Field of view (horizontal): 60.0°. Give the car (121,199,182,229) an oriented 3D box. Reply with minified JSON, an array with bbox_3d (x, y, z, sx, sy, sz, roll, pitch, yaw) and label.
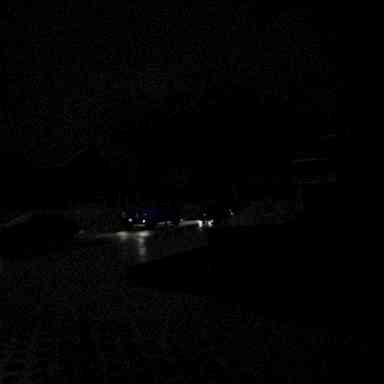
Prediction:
[{"bbox_3d":[-2.789,1.536,24.414,2.150,2.045,5.566,-3,-2,28],"label":"car"}]

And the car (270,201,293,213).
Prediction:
[{"bbox_3d":[12.487,2.033,46.363,1.882,1.535,5.008,-3,-2,29],"label":"car"}]

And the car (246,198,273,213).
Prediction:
[{"bbox_3d":[9.310,1.889,46.526,2.150,2.045,5.566,-3,-3,29],"label":"car"}]

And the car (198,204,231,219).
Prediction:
[{"bbox_3d":[2.337,1.950,33.810,2.128,1.511,4.902,-3,-2,29],"label":"car"}]

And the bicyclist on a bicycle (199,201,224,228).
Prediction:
[{"bbox_3d":[1.089,1.321,19.279,1.656,1.620,0.582,-3,-2,28],"label":"bicyclist on a bicycle"}]

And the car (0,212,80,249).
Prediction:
[{"bbox_3d":[-7.529,1.716,15.770,1.812,1.442,4.674,-3,-2,31],"label":"car"}]
